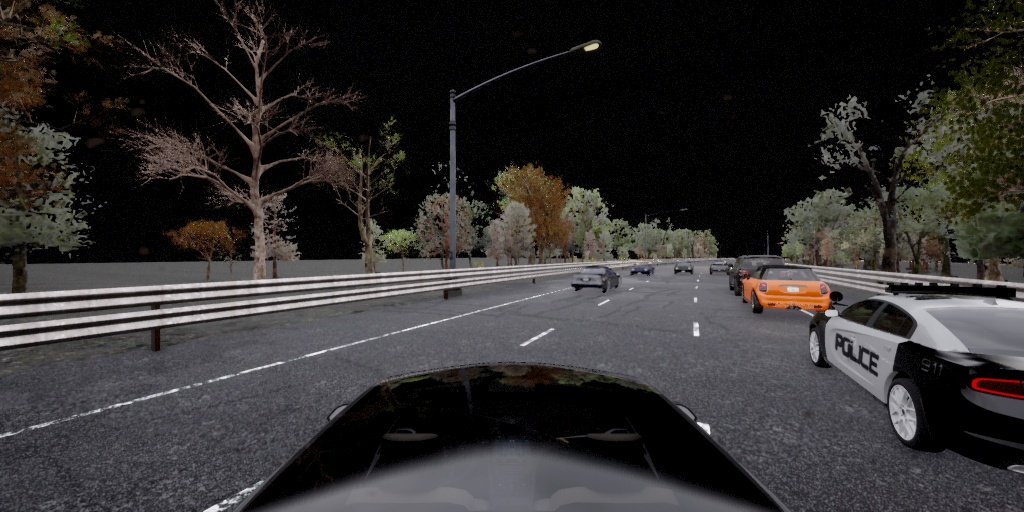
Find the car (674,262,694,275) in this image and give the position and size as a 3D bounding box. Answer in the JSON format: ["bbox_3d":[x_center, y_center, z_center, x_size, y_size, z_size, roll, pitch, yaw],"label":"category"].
[{"bbox_3d":[19.481,1.370,40.467,1.895,1.301,4.718,0,0,29],"label":"car"}]

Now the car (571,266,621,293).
[{"bbox_3d":[5.063,1.300,21.134,2.033,1.411,5.357,0,0,28],"label":"car"}]

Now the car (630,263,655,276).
[{"bbox_3d":[13.521,1.364,36.937,1.895,1.301,4.718,0,0,29],"label":"car"}]

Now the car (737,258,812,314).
[{"bbox_3d":[10.025,1.102,13.443,2.097,1.767,4.553,0,0,27],"label":"car"}]

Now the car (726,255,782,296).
[{"bbox_3d":[12.774,0.978,18.758,2.150,2.045,5.566,0,0,28],"label":"car"}]

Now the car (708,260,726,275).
[{"bbox_3d":[22.696,1.262,39.214,2.128,1.511,4.902,0,0,30],"label":"car"}]

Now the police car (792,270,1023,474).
[{"bbox_3d":[5.640,1.175,4.751,1.930,1.638,5.238,0,0,26],"label":"police car"}]
